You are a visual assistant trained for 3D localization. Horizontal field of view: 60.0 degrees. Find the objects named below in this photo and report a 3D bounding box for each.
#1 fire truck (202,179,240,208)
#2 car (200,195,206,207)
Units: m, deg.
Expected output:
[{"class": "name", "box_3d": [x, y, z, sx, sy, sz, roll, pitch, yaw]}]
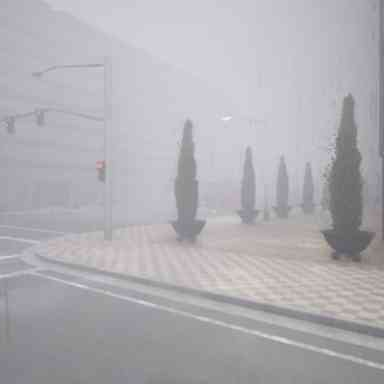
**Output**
[{"class": "fire truck", "box_3d": [4.714, 0.227, 47.083, 2.891, 3.827, 8.468, 0, 0, 36]}, {"class": "car", "box_3d": [-0.462, 1.449, 46.053, 1.994, 1.385, 4.181, 0, 0, 36]}]
